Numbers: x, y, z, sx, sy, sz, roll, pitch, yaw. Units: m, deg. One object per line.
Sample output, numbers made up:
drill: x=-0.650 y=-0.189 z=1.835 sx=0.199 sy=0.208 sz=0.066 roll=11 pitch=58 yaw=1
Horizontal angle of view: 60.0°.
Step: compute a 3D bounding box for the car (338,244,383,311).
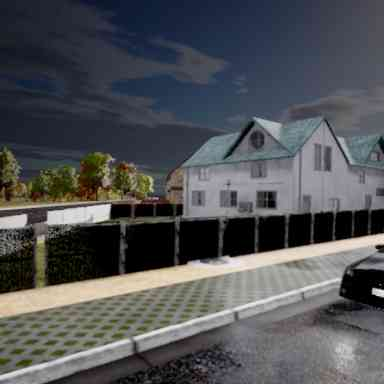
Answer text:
car: x=5.010 y=1.620 z=6.947 sx=4.181 sy=1.385 sz=1.994 roll=1 pitch=0 yaw=-32
